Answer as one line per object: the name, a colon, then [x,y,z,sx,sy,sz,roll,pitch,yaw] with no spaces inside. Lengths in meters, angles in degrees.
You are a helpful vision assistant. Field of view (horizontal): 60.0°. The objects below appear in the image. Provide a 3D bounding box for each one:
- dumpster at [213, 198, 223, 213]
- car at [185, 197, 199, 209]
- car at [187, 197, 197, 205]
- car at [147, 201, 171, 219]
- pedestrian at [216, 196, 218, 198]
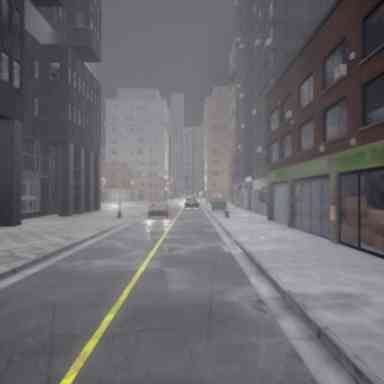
dumpster: [3.137,1.622,40.390,1.020,1.700,1.940,0,0,0]
car: [0.004,1.692,49.144,1.994,1.385,4.181,0,0,0]
car: [0.004,1.778,65.713,1.812,1.442,4.674,0,0,0]
car: [-3.094,1.652,31.895,1.882,1.535,5.008,0,0,0]
pedestrian: [3.137,1.377,41.761,0.375,1.860,0.375,0,0,-10]
